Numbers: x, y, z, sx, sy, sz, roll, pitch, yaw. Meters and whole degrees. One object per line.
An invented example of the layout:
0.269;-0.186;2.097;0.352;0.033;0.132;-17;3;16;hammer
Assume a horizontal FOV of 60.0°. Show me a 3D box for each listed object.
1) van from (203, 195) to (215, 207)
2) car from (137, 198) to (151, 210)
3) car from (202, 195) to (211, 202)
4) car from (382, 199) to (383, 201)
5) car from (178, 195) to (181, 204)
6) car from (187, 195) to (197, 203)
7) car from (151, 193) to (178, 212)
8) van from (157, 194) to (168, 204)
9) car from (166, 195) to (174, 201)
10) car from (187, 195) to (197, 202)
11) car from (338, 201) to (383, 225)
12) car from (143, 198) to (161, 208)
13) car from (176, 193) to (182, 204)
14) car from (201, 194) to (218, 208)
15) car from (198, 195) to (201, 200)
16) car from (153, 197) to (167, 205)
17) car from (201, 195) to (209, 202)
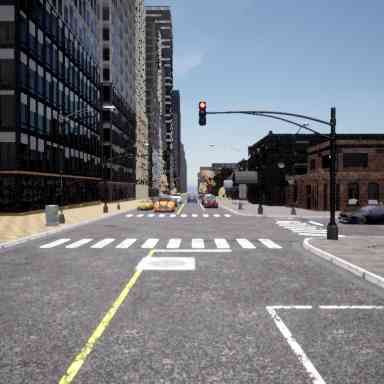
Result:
2.688;1.329;53.157;1.690;1.788;3.998;-1;0;0;van
-5.830;1.515;41.756;1.752;1.417;4.829;-1;0;0;car
3.164;1.488;73.421;1.837;1.490;4.892;0;0;0;car
16.532;1.415;27.221;5.009;1.841;2.192;1;0;1;car
-3.070;1.553;48.255;1.994;1.385;4.181;0;0;1;car
0.017;1.339;70.043;2.097;1.767;4.553;0;0;0;car
-3.089;1.342;37.960;2.097;1.767;4.553;0;0;0;car
-5.656;1.327;64.502;1.690;1.788;3.998;-1;0;0;van
-5.648;1.509;86.909;1.752;1.417;4.829;-1;0;0;car
0.019;1.430;78.857;2.128;1.511;4.902;0;0;0;car
13.851;1.662;24.690;5.357;1.411;2.033;1;1;2;car
-5.657;1.555;47.570;1.947;1.339;4.313;-1;0;0;car
-3.044;1.204;61.977;2.150;2.045;5.566;0;0;2;car
2.688;1.429;47.513;1.967;1.590;4.097;-1;0;0;car
2.689;1.302;58.801;2.192;1.841;5.009;-1;0;0;car
-5.654;1.553;58.859;1.947;1.339;4.313;-1;0;0;car
3.165;1.488;80.422;1.837;1.490;4.892;0;0;0;car
